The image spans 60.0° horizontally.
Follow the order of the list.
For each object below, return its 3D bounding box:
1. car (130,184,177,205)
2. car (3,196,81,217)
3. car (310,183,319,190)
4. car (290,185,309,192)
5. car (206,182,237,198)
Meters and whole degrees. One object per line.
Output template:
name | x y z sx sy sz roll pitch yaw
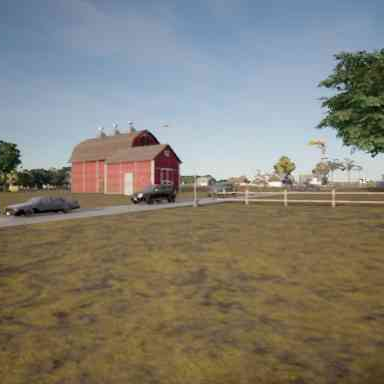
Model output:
car | -3.967 0.239 35.139 2.150 2.045 5.566 0 2 37
car | -11.122 1.018 25.111 2.033 1.411 5.357 0 2 35
car | 26.883 -1.116 73.630 1.837 1.490 4.892 0 1 35
car | 20.747 -0.755 64.834 2.033 1.411 5.357 0 2 35
car | 4.200 -0.273 46.604 2.150 2.045 5.566 0 3 36
